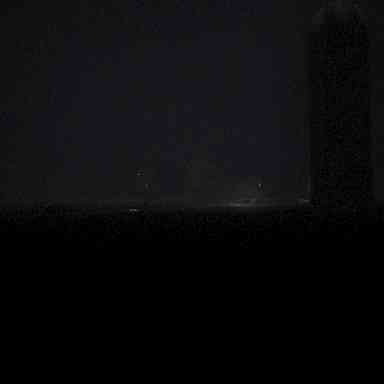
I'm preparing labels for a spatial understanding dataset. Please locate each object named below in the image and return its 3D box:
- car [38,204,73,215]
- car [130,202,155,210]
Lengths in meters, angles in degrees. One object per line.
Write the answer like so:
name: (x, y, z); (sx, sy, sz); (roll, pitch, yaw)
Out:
car: (-18.380, 2.285, 45.067); (1.812, 1.442, 4.674); (-2, -1, 35)
car: (-9.325, 2.590, 62.967); (2.033, 1.411, 5.357); (-2, -1, 35)
